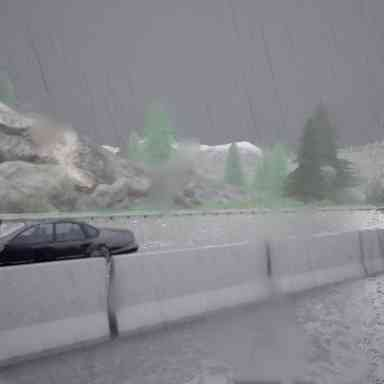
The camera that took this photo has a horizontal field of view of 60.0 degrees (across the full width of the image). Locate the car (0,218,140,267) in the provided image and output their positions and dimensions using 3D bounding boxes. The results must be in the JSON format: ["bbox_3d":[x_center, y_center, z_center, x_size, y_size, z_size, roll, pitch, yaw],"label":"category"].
[{"bbox_3d":[-4.220,1.487,9.486,5.357,1.411,2.033,0,0,-34],"label":"car"}]
